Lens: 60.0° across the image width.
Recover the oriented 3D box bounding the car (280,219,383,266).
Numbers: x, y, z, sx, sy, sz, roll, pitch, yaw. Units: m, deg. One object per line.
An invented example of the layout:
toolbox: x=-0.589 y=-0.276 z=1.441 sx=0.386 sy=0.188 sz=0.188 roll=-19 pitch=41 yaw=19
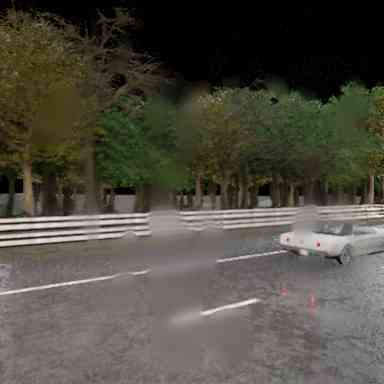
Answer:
car: x=5.385 y=1.614 z=11.674 sx=4.718 sy=1.301 sz=1.895 roll=0 pitch=0 yaw=-33
